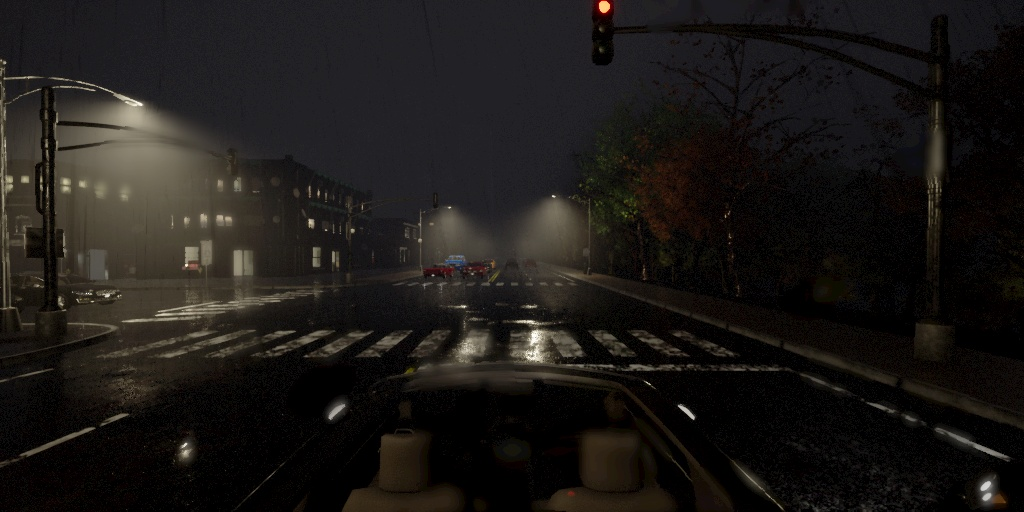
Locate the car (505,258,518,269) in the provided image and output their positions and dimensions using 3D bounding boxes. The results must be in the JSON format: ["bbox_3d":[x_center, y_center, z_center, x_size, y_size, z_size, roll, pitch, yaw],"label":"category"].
[{"bbox_3d":[-0.018,1.207,57.006,1.882,1.535,5.008,0,0,0],"label":"car"}]

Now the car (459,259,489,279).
[{"bbox_3d":[-3.407,1.266,33.080,1.812,1.442,4.674,0,0,0],"label":"car"}]

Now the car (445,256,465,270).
[{"bbox_3d":[-6.672,0.957,42.765,2.150,2.045,5.566,0,0,0],"label":"car"}]

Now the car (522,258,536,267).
[{"bbox_3d":[3.220,1.204,63.208,1.882,1.535,5.008,0,0,0],"label":"car"}]

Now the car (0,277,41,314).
[{"bbox_3d":[-19.970,1.565,12.517,4.313,1.339,1.948,0,0,0],"label":"car"}]

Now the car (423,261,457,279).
[{"bbox_3d":[-6.657,1.341,32.860,1.895,1.301,4.718,0,0,2],"label":"car"}]

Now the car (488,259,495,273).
[{"bbox_3d":[-3.419,1.240,43.148,1.837,1.490,4.892,0,0,0],"label":"car"}]

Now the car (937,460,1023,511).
[{"bbox_3d":[3.355,1.314,0.201,1.994,1.385,4.181,0,0,0],"label":"car"}]

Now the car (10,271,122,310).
[{"bbox_3d":[-19.619,1.472,15.223,4.892,1.490,1.837,-1,1,0],"label":"car"}]
